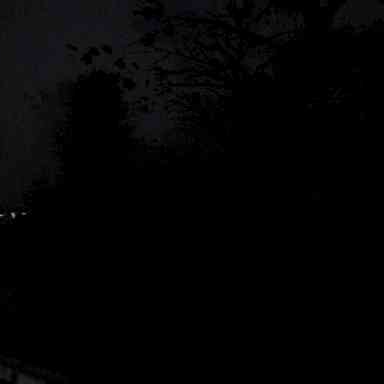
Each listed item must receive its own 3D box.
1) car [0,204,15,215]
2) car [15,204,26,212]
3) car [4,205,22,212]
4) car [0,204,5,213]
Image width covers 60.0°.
[{"bbox_3d":[-26.503,2.435,45.865,1.994,1.385,4.181,0,-2,-12],"label":"car"},{"bbox_3d":[-28.642,2.743,55.887,1.812,1.442,4.674,0,-2,-13],"label":"car"},{"bbox_3d":[-33.802,3.095,62.861,1.895,1.301,4.718,0,-2,-13],"label":"car"},{"bbox_3d":[-31.612,2.668,53.070,1.837,1.490,4.892,0,-2,-12],"label":"car"}]
